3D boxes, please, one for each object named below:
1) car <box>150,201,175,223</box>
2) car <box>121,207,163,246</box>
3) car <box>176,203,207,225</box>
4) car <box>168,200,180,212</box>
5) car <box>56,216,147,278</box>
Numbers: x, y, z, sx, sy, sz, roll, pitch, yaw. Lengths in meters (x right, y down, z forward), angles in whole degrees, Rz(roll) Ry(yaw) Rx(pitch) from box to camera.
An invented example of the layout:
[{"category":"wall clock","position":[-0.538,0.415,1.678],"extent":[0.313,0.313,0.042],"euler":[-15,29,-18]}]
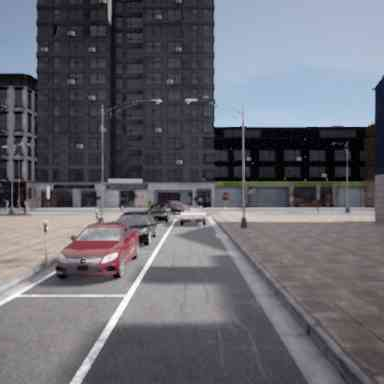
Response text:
[{"category":"car","position":[-2.642,1.633,26.497],"extent":[1.947,1.339,4.313],"euler":[0,0,0]},{"category":"car","position":[-2.641,1.606,15.593],"extent":[1.947,1.339,4.313],"euler":[0,0,0]},{"category":"car","position":[0.086,1.663,24.558],"extent":[1.895,1.301,4.718],"euler":[0,0,0]},{"category":"car","position":[-2.565,1.645,37.008],"extent":[2.033,1.411,5.357],"euler":[0,0,-37]},{"category":"car","position":[-2.641,1.608,10.141],"extent":[1.802,1.307,4.206],"euler":[0,0,0]}]
